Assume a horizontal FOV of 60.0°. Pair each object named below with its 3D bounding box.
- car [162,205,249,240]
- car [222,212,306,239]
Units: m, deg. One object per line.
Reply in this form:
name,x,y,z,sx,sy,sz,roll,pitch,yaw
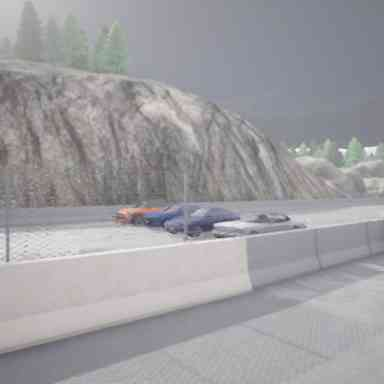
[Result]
car,0.814,1.538,17.968,4.674,1.442,1.812,0,0,-39
car,3.157,1.605,15.358,4.718,1.301,1.895,0,0,-39
